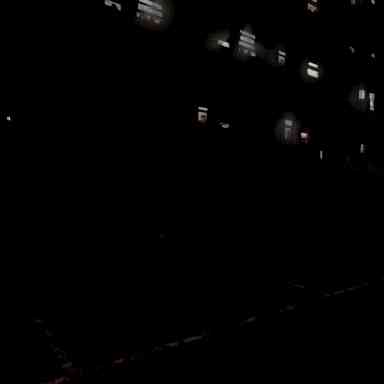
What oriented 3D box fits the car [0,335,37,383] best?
[{"bbox_3d":[-3.044,1.525,1.208,4.674,1.442,1.812,0,0,-35],"label":"car"}]
